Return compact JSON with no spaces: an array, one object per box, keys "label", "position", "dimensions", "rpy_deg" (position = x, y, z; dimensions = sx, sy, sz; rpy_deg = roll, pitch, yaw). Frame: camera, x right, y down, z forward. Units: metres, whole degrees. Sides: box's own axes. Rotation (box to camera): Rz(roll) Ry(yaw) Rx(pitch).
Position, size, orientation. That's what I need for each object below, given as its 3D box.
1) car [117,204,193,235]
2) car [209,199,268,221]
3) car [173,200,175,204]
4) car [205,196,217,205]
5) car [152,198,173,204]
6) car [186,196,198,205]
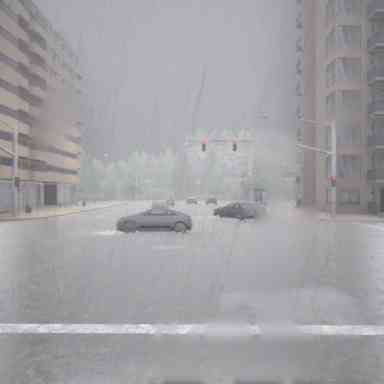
[{"label":"car","position":[-2.018,1.564,18.513],"dimensions":[4.181,1.385,1.994],"rpy_deg":[0,0,1]},{"label":"car","position":[3.875,1.547,27.091],"dimensions":[2.033,1.411,5.357],"rpy_deg":[0,0,-28]},{"label":"car","position":[-3.574,1.564,48.948],"dimensions":[1.994,1.385,4.181],"rpy_deg":[0,0,0]},{"label":"car","position":[3.488,1.505,60.174],"dimensions":[1.837,1.490,4.892],"rpy_deg":[0,0,0]},{"label":"car","position":[-3.576,1.526,38.866],"dimensions":[1.812,1.442,4.674],"rpy_deg":[0,0,0]},{"label":"car","position":[-0.012,1.526,60.173],"dimensions":[1.812,1.442,4.674],"rpy_deg":[0,0,0]}]
